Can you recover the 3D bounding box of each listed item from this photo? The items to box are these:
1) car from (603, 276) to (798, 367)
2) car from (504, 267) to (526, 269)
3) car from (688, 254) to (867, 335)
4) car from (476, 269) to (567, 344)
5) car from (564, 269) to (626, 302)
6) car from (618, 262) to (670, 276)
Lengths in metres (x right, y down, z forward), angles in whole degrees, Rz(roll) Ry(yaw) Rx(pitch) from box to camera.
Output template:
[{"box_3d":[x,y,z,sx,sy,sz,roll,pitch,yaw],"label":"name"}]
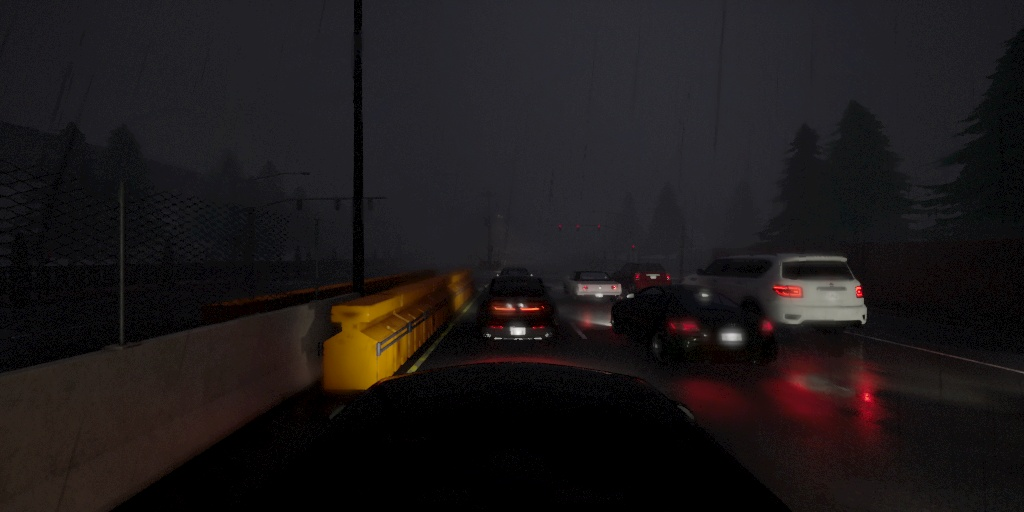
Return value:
[{"box_3d":[3.625,1.314,7.958,1.994,1.385,4.181,0,0,-1],"label":"car"},{"box_3d":[0.145,1.297,19.105,2.033,1.411,5.357,0,0,0],"label":"car"},{"box_3d":[7.125,0.971,10.657,2.150,2.045,5.566,0,0,0],"label":"car"},{"box_3d":[0.121,1.255,9.587,1.837,1.490,4.892,0,0,0],"label":"car"},{"box_3d":[3.642,1.351,17.139,1.895,1.301,4.718,0,0,0],"label":"car"},{"box_3d":[7.150,1.102,20.243,2.097,1.767,4.553,0,0,0],"label":"car"}]
